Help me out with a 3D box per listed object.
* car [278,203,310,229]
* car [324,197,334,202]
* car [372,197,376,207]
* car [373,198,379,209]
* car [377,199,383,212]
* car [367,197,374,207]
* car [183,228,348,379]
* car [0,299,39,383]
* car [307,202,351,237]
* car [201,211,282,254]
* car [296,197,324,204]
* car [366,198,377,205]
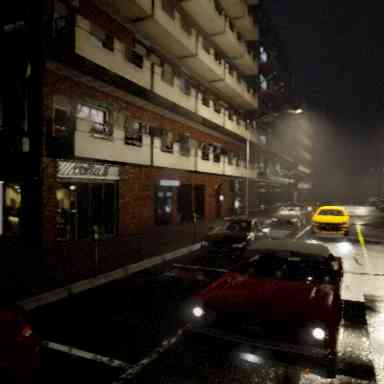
[{"bbox_3d":[6.546,1.668,22.349,2.008,1.369,4.403,0,0,25],"label":"car"},{"bbox_3d":[23.296,1.949,57.805,2.008,1.369,4.403,0,0,25],"label":"car"},{"bbox_3d":[30.933,2.022,54.353,1.752,1.417,4.829,0,0,25],"label":"car"},{"bbox_3d":[28.468,2.006,49.135,2.008,1.369,4.403,0,0,25],"label":"car"},{"bbox_3d":[26.074,1.981,44.069,1.947,1.339,4.313,0,0,25],"label":"car"},{"bbox_3d":[35.647,2.017,64.331,1.967,1.590,4.097,0,0,25],"label":"car"},{"bbox_3d":[1.632,1.628,5.855,1.895,1.301,4.718,1,0,25],"label":"car"},{"bbox_3d":[-3.026,1.540,2.089,1.802,1.307,4.206,0,0,25],"label":"car"},{"bbox_3d":[8.141,1.612,19.400,1.882,1.535,5.008,1,0,26],"label":"car"},{"bbox_3d":[1.761,1.588,12.220,2.008,1.369,4.403,0,0,25],"label":"car"},{"bbox_3d":[11.332,1.512,32.482,2.192,1.841,5.009,0,0,25],"label":"car"},{"bbox_3d":[42.825,2.250,79.524,2.008,1.369,4.403,0,0,25],"label":"car"}]
